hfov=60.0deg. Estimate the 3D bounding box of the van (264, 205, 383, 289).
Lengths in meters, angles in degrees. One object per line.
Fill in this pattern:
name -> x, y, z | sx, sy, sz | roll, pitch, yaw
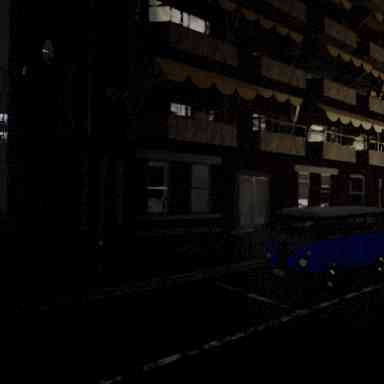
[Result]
van -> 3.667, 1.282, 8.709 | 3.998, 1.788, 1.690 | -1, 2, -36
